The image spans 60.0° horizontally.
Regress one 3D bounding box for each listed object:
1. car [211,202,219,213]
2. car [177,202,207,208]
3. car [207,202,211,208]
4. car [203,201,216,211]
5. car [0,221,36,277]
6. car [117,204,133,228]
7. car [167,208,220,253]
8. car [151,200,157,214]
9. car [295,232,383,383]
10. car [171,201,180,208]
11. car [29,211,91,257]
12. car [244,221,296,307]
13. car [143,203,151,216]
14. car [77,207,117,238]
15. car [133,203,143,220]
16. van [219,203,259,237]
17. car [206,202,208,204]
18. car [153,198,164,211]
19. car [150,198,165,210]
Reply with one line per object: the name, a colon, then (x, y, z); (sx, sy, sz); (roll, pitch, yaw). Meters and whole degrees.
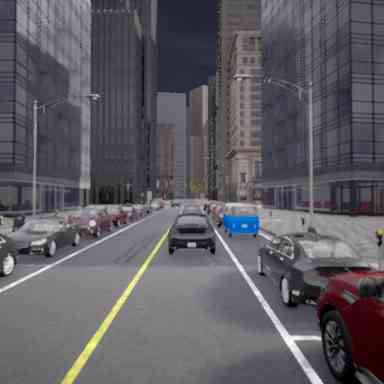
car: (2.676, 1.693, 24.291); (1.967, 1.590, 4.097); (1, -1, 0)
car: (0.001, 1.857, 29.008); (2.033, 1.411, 5.357); (0, -1, 0)
car: (2.675, 1.863, 29.749); (1.887, 1.381, 4.507); (1, -1, 0)
car: (2.673, 2.153, 51.586); (1.887, 1.381, 4.507); (0, -1, 0)
car: (-5.848, 1.629, 7.917); (2.008, 1.369, 4.403); (1, -1, 0)
car: (-5.850, 1.798, 24.294); (1.887, 1.381, 4.507); (1, -1, 0)
car: (0.005, 1.652, 14.303); (1.837, 1.490, 4.892); (0, 0, 0)
car: (-5.851, 2.023, 40.670); (1.947, 1.339, 4.313); (1, -1, 0)
car: (2.680, 1.340, 2.453); (2.192, 1.841, 5.009); (1, -1, 0)
car: (-3.001, 2.334, 63.770); (2.033, 1.411, 5.357); (0, -1, 0)
car: (-5.849, 1.684, 13.376); (2.008, 1.369, 4.403); (1, -1, 0)
car: (2.677, 1.629, 7.910); (2.008, 1.369, 4.403); (1, -1, 0)
car: (-5.850, 1.937, 35.212); (2.008, 1.369, 4.403); (1, -1, 0)
car: (-5.848, 1.632, 18.837); (1.967, 1.590, 4.097); (1, -1, 0)
car: (-5.850, 1.900, 29.753); (1.802, 1.307, 4.206); (1, -1, 0)
van: (2.678, 1.533, 18.832); (1.690, 1.788, 3.998); (1, -1, 0)
car: (2.673, 2.039, 40.667); (1.802, 1.307, 4.206); (0, -1, 0)
car: (-5.851, 2.131, 51.418); (1.752, 1.417, 4.829); (0, -1, 0)
car: (-5.850, 2.003, 57.050); (2.192, 1.841, 5.009); (0, -1, 0)
